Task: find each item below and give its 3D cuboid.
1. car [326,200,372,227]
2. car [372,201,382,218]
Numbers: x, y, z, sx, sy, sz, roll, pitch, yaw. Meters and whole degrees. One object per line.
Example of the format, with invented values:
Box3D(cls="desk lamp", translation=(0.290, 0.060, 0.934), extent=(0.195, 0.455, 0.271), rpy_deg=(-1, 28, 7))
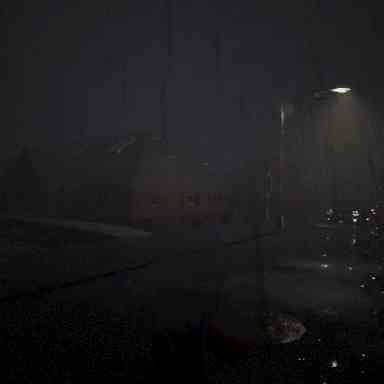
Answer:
Box3D(cls="car", translation=(11.064, 1.382, 23.580), extent=(2.097, 1.767, 4.553), rpy_deg=(1, 1, 36))
Box3D(cls="car", translation=(17.052, 1.586, 32.045), extent=(1.837, 1.490, 4.892), rpy_deg=(1, 1, 36))
